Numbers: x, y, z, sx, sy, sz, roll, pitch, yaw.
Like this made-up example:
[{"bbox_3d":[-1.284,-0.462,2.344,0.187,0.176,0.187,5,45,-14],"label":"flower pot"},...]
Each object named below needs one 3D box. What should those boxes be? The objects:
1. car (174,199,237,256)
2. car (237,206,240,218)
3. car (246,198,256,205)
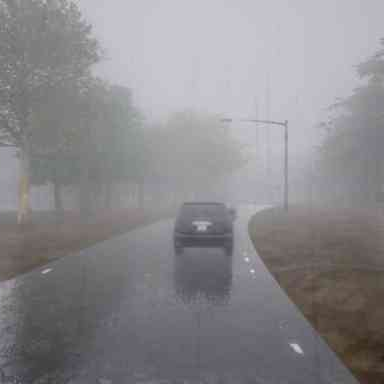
[{"bbox_3d":[0.607,1.308,13.841,2.150,2.045,5.566,0,0,6],"label":"car"},{"bbox_3d":[2.967,1.633,28.740,1.837,1.490,4.892,0,0,13],"label":"car"},{"bbox_3d":[12.137,1.965,68.681,2.128,1.511,4.902,0,-2,8],"label":"car"}]
